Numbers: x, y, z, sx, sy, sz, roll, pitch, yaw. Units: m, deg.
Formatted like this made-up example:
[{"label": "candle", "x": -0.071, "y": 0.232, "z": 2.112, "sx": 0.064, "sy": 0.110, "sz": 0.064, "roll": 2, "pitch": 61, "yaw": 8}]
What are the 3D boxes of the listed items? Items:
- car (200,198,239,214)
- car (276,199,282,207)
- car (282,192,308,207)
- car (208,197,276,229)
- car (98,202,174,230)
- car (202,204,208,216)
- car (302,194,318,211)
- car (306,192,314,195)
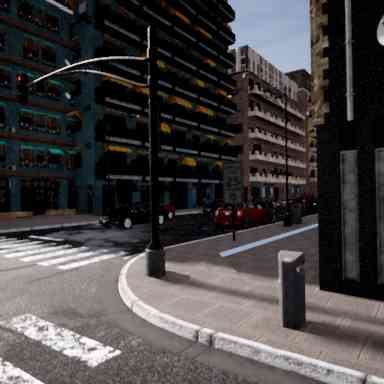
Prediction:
[{"label": "car", "x": 2.864, "y": 1.382, "z": 33.848, "sx": 2.008, "sy": 1.369, "sz": 4.403, "roll": -1, "pitch": 0, "yaw": 36}, {"label": "car", "x": 9.528, "y": 1.309, "z": 43.011, "sx": 1.947, "sy": 1.339, "sz": 4.313, "roll": -1, "pitch": 0, "yaw": 36}, {"label": "car", "x": 12.900, "y": 1.170, "z": 43.184, "sx": 2.128, "sy": 1.511, "sz": 4.902, "roll": -1, "pitch": -1, "yaw": 36}, {"label": "car", "x": 3.069, "y": 1.200, "z": 19.694, "sx": 1.967, "sy": 1.590, "sz": 4.097, "roll": -1, "pitch": 0, "yaw": 36}, {"label": "car", "x": -3.534, "y": 1.401, "z": 20.658, "sx": 1.837, "sy": 1.490, "sz": 4.892, "roll": -1, "pitch": 0, "yaw": 36}, {"label": "car", "x": 2.757, "y": 1.317, "z": 29.307, "sx": 1.837, "sy": 1.490, "sz": 4.892, "roll": -1, "pitch": 0, "yaw": 36}, {"label": "car", "x": 12.973, "y": 1.195, "z": 33.501, "sx": 1.947, "sy": 1.339, "sz": 4.313, "roll": -1, "pitch": 0, "yaw": 36}, {"label": "car", "x": 19.518, "y": 0.929, "z": 56.754, "sx": 2.192, "sy": 1.841, "sz": 5.009, "roll": -1, "pitch": 0, "yaw": 36}]
